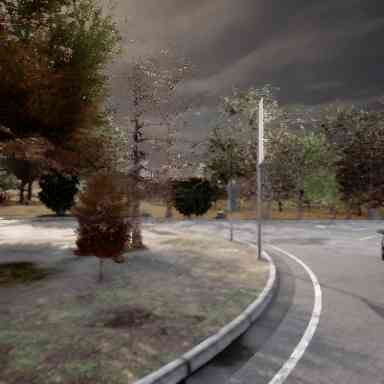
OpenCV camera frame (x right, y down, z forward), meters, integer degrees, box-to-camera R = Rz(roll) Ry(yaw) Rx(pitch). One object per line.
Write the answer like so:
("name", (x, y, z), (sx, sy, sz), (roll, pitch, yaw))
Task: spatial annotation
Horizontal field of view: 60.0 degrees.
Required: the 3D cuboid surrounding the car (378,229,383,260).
("car", (6.691, 1.571, 9.764), (1.837, 1.490, 4.892), (-1, 0, 28))
